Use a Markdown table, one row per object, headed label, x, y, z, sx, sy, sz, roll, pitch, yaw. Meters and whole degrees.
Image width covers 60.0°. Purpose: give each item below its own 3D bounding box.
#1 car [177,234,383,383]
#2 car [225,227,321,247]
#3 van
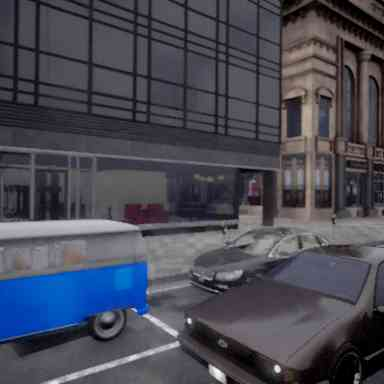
| label | x | y | z | sx | sy | sz | roll | pitch | yaw |
| --- | --- | --- | --- | --- | --- | --- | --- | --- | --- |
| car | 2.441 | 1.571 | 5.108 | 5.357 | 1.411 | 2.033 | 0 | 0 | -35 |
| car | 1.979 | 1.581 | 8.169 | 4.403 | 1.369 | 2.008 | 0 | 0 | -35 |
| van | -2.598 | 1.344 | 4.901 | 3.998 | 1.788 | 1.690 | 0 | 0 | -35 |
